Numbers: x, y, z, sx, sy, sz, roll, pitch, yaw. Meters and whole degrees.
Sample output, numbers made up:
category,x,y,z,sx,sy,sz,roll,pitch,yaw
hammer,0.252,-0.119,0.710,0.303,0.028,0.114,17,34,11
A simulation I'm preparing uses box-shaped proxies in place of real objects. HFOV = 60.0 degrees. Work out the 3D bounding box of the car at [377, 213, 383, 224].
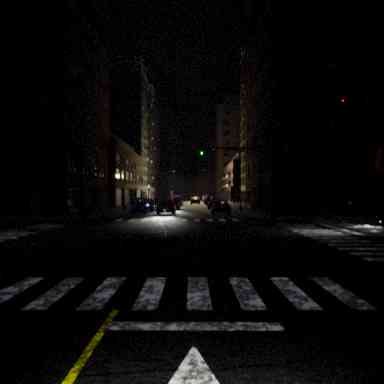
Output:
category,x,y,z,sx,sy,sz,roll,pitch,yaw
car,13.811,1.691,19.411,4.718,1.301,1.895,0,0,0

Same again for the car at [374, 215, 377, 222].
category,x,y,z,sx,sy,sz,roll,pitch,yaw
car,15.489,1.647,22.659,5.357,1.411,2.033,0,0,0

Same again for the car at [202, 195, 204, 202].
category,x,y,z,sx,sy,sz,roll,pitch,yaw
car,3.329,1.758,63.909,1.752,1.417,4.829,0,0,1

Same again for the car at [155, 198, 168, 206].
category,x,y,z,sx,sy,sz,roll,pitch,yaw
car,-5.258,1.778,58.155,1.947,1.339,4.313,0,0,1

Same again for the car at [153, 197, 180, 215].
category,x,y,z,sx,sy,sz,roll,pitch,yaw
car,-2.726,1.623,35.957,2.128,1.511,4.902,0,0,1

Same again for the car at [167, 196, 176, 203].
category,x,y,z,sx,sy,sz,roll,pitch,yaw
car,-5.019,1.812,80.657,1.752,1.417,4.829,0,0,1

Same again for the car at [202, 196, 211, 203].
category,x,y,z,sx,sy,sz,roll,pitch,yaw
car,3.508,1.728,80.747,1.967,1.590,4.097,0,0,1

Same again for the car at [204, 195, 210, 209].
category,x,y,z,sx,sy,sz,roll,pitch,yaw
car,3.147,1.612,46.733,1.967,1.590,4.097,0,0,1

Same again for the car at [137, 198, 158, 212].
category,x,y,z,sx,sy,sz,roll,pitch,yaw
car,-5.439,1.591,41.152,1.967,1.590,4.097,0,0,1

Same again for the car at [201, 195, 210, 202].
category,x,y,z,sx,sy,sz,roll,pitch,yaw
car,3.568,1.620,86.416,2.192,1.841,5.009,0,0,1

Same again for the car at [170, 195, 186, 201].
category,x,y,z,sx,sy,sz,roll,pitch,yaw
car,-2.506,1.711,56.487,1.837,1.490,4.892,0,0,0

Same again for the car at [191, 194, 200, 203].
category,x,y,z,sx,sy,sz,roll,pitch,yaw
car,0.788,1.459,75.789,2.097,1.767,4.553,0,0,1

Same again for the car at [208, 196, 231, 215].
category,x,y,z,sx,sy,sz,roll,pitch,yaw
car,3.026,1.570,35.395,1.967,1.590,4.097,0,0,1

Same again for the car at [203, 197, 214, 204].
category,x,y,z,sx,sy,sz,roll,pitch,yaw
car,3.388,1.802,69.409,2.008,1.369,4.403,0,0,1

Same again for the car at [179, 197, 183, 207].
category,x,y,z,sx,sy,sz,roll,pitch,yaw
car,-2.618,1.769,46.036,1.895,1.301,4.718,0,0,1

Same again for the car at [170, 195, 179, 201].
category,x,y,z,sx,sy,sz,roll,pitch,yaw
car,-4.897,1.638,92.164,2.192,1.841,5.009,0,0,1

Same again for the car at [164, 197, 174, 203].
category,x,y,z,sx,sy,sz,roll,pitch,yaw
car,-5.078,1.814,75.158,1.887,1.381,4.507,0,0,1

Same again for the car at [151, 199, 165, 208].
category,x,y,z,sx,sy,sz,roll,pitch,yaw
car,-5.319,1.774,52.487,1.802,1.307,4.206,0,0,1

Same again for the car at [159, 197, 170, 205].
category,x,y,z,sx,sy,sz,roll,pitch,yaw
car,-5.200,1.756,63.653,1.752,1.417,4.829,0,0,1

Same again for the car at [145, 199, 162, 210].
category,x,y,z,sx,sy,sz,roll,pitch,yaw
car,-5.378,1.737,46.819,1.947,1.339,4.313,0,0,1

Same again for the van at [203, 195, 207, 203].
category,x,y,z,sx,sy,sz,roll,pitch,yaw
van,3.267,1.553,58.071,1.690,1.788,3.998,0,0,1

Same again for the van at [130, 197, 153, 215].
category,x,y,z,sx,sy,sz,roll,pitch,yaw
van,-5.499,1.471,35.484,1.690,1.788,3.998,0,0,1

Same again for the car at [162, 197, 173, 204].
category,x,y,z,sx,sy,sz,roll,pitch,yaw
car,-5.138,1.816,69.491,1.947,1.339,4.313,0,0,1

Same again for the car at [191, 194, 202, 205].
category,x,y,z,sx,sy,sz,roll,pitch,yaw
car,0.678,1.729,65.398,2.128,1.511,4.902,0,0,1
